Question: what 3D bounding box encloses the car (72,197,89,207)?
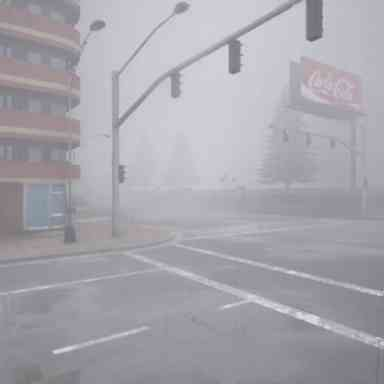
[{"bbox_3d":[-17.621,1.483,51.725,1.837,1.490,4.892,0,0,-35],"label":"car"}]
